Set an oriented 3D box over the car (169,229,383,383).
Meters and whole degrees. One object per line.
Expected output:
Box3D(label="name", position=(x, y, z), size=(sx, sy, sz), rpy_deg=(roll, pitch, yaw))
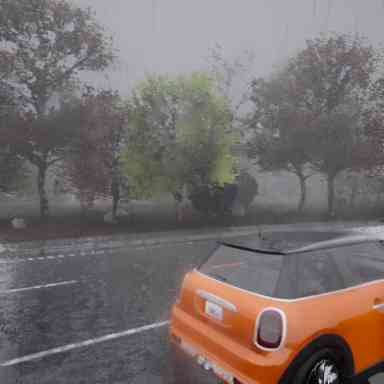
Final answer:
Box3D(label="car", position=(2.020, 1.339, 4.877), size=(4.553, 1.767, 2.097), rpy_deg=(0, 0, -33))
